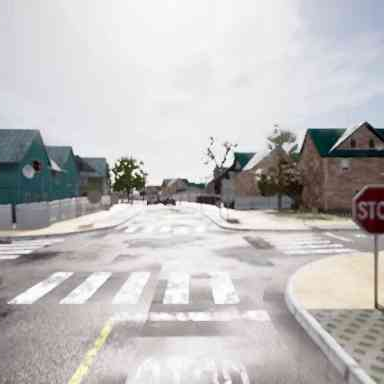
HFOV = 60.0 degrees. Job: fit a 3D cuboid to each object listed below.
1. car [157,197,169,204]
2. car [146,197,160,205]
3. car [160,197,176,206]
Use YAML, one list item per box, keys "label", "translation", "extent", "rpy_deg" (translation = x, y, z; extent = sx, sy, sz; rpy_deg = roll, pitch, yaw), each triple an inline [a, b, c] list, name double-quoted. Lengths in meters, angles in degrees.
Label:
- label: "car"
  translation: [-5.887, 1.748, 67.710]
  extent: [1.895, 1.301, 4.718]
  rpy_deg: [0, -1, -13]
- label: "car"
  translation: [-7.391, 1.617, 61.421]
  extent: [1.812, 1.442, 4.674]
  rpy_deg: [0, 0, -10]
- label: "car"
  translation: [-3.920, 1.570, 57.781]
  extent: [1.837, 1.490, 4.892]
  rpy_deg: [0, 0, -10]
